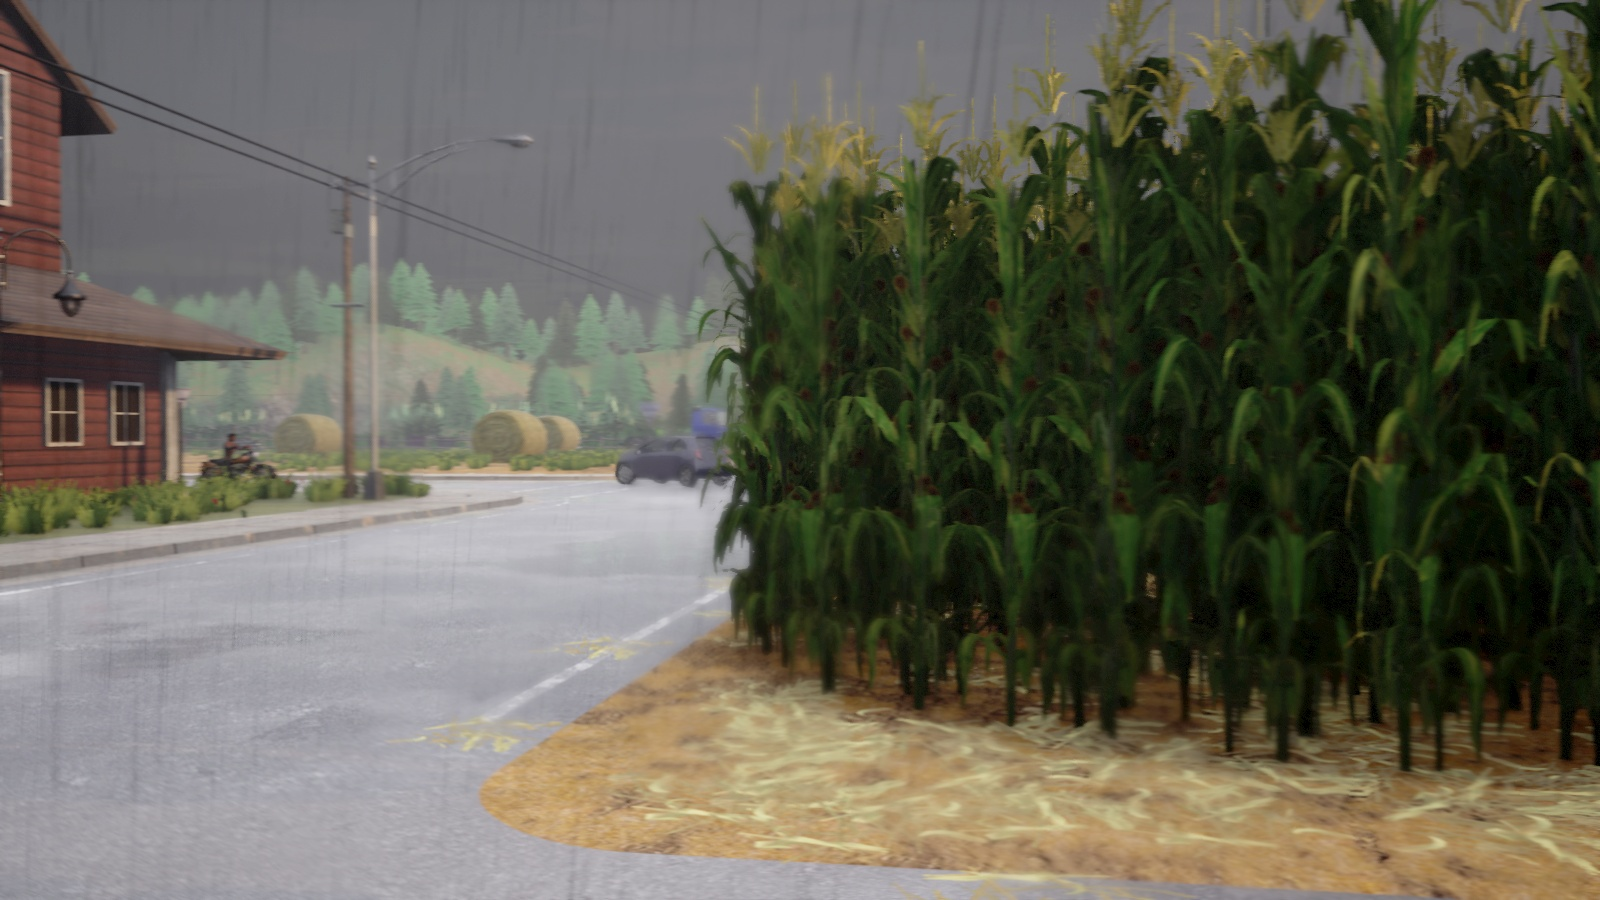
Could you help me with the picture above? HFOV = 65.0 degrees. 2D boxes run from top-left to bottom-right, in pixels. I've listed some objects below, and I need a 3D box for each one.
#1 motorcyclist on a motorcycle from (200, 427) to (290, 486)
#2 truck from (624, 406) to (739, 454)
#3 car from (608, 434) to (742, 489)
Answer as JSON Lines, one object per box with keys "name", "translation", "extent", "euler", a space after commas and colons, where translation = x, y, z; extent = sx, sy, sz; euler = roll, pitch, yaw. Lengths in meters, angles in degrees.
{"name": "motorcyclist on a motorcycle", "translation": [-16.051, 0.183, 36.316], "extent": [2.350, 1.649, 0.766], "euler": [1, 1, 9]}
{"name": "truck", "translation": [-8.688, -1.492, 92.347], "extent": [7.936, 3.462, 2.891], "euler": [0, 1, 13]}
{"name": "car", "translation": [-3.705, 0.305, 37.046], "extent": [3.633, 1.501, 1.845], "euler": [1, 1, 38]}
